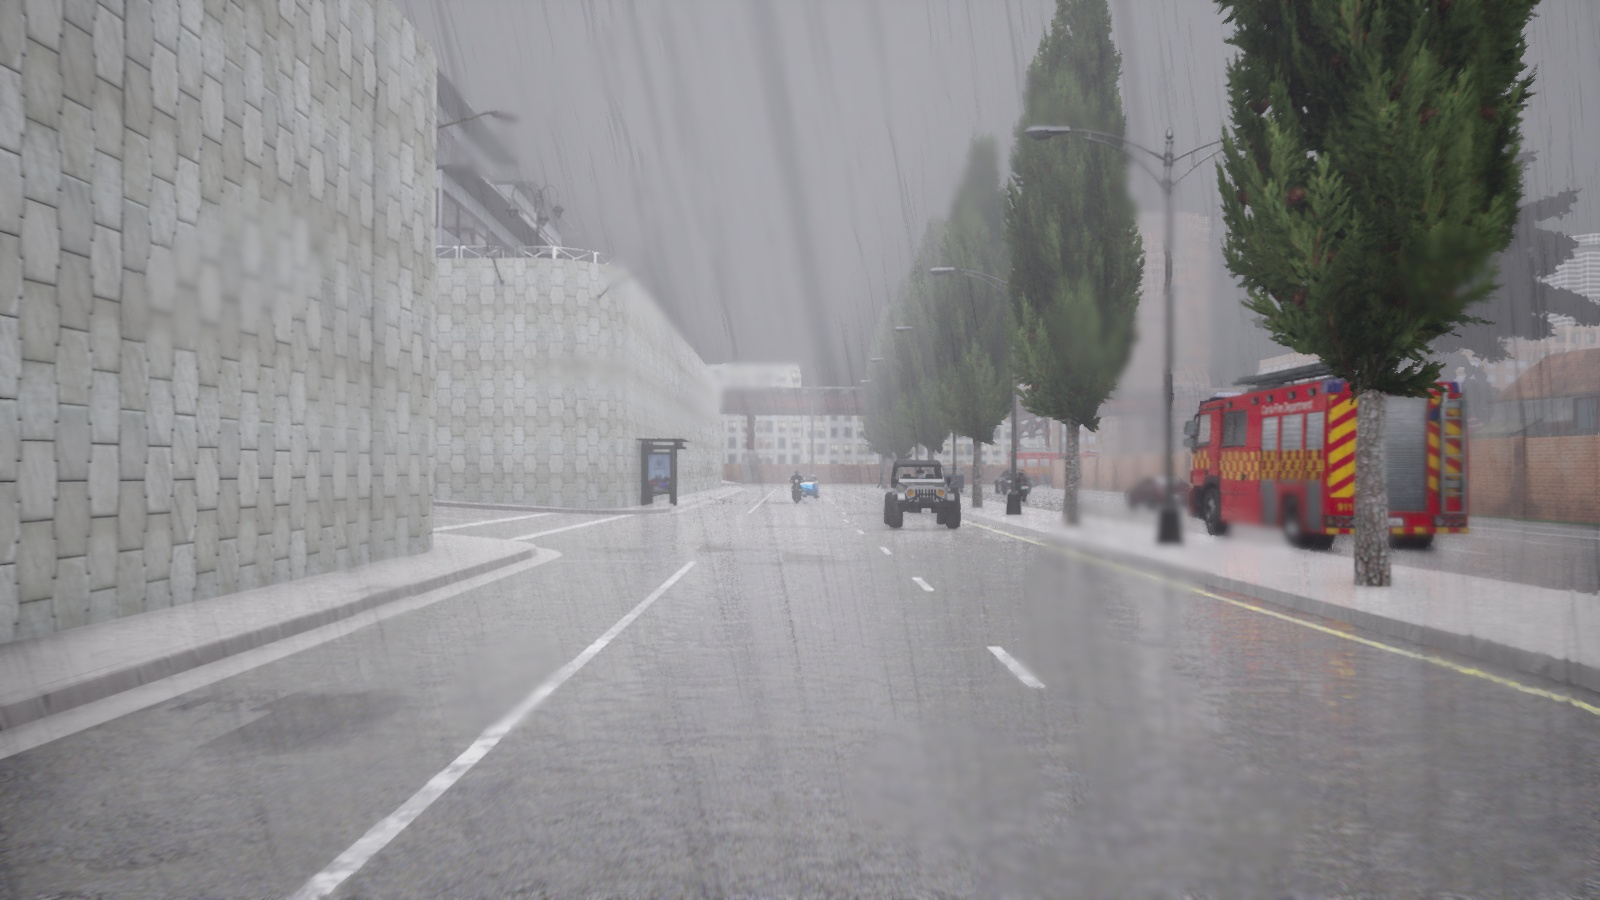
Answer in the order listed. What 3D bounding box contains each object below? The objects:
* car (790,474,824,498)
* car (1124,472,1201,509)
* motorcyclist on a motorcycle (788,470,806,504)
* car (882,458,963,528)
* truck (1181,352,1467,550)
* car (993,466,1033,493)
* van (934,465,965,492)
[{"bbox_3d":[0.416,2.084,72.660,1.481,1.376,2.207,0,-1,13],"label":"car"},{"bbox_3d":[14.874,1.648,51.772,1.812,1.442,4.674,0,-1,0],"label":"car"},{"bbox_3d":[-0.147,1.783,60.577,0.866,1.590,1.817,0,-1,0],"label":"motorcyclist on a motorcycle"},{"bbox_3d":[3.413,1.187,35.584,1.905,1.878,3.866,0,-1,0],"label":"car"},{"bbox_3d":[11.426,0.082,28.546,2.891,3.827,8.468,0,-1,0],"label":"truck"},{"bbox_3d":[14.787,2.035,87.401,1.932,1.855,4.605,0,-1,0],"label":"car"},{"bbox_3d":[11.269,2.111,94.882,1.775,1.987,4.442,0,-1,0],"label":"van"}]
